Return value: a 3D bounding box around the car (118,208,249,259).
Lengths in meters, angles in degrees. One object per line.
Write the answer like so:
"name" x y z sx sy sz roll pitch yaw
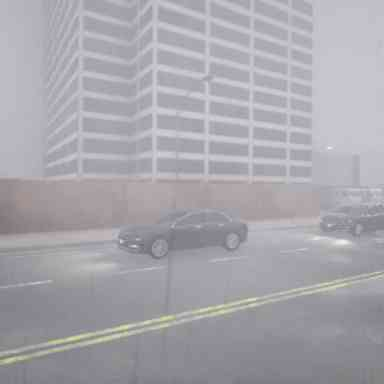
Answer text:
"car" -0.189 1.359 11.945 4.892 1.490 1.837 0 1 -31

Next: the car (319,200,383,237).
"car" 8.705 1.367 17.245 4.892 1.490 1.837 0 1 -31
